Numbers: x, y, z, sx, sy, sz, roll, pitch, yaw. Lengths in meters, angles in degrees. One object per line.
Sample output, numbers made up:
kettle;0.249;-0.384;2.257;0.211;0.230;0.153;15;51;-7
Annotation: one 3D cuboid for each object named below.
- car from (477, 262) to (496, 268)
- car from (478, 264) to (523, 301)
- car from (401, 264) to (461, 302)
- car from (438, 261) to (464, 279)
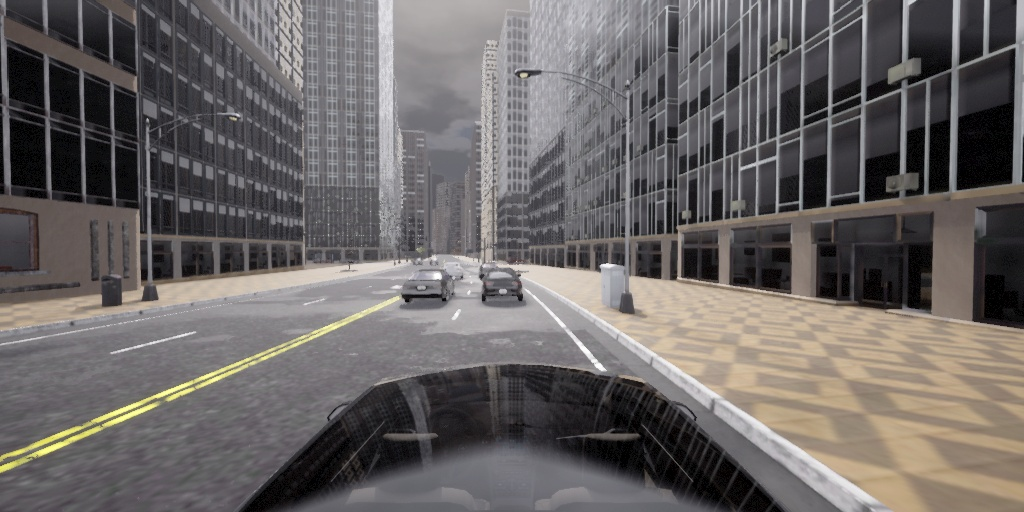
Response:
car;-2.058;1.282;32.219;2.033;1.411;5.357;0;0;-8
car;-0.520;1.270;16.972;1.812;1.442;4.674;0;0;-4
car;-3.763;1.304;16.754;2.033;1.411;5.357;0;0;-4
car;-5.279;1.259;31.786;1.812;1.442;4.674;0;0;-8
